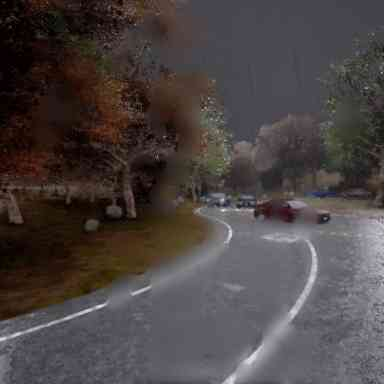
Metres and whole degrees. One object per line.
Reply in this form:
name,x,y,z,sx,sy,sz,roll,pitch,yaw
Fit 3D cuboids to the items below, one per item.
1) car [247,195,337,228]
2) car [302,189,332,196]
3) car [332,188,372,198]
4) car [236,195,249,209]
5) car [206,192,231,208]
car,5.881,1.161,20.045,1.882,1.535,5.008,-2,1,-32
car,20.055,0.197,52.912,5.008,1.535,1.882,-1,0,-6
car,24.342,0.186,49.935,4.902,1.511,2.128,-1,1,5
car,5.683,1.020,34.502,1.994,1.385,4.181,-1,1,11
car,3.010,0.832,37.165,2.097,1.767,4.553,-1,1,17
